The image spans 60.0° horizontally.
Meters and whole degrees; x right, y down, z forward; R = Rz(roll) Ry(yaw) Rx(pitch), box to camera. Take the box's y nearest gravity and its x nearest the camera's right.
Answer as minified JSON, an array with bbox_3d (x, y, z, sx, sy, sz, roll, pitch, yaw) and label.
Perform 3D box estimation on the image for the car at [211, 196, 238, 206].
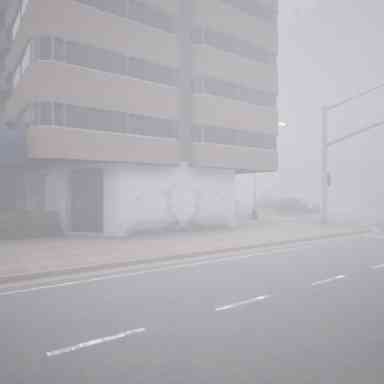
[{"bbox_3d":[5.620,1.491,57.932,2.128,1.511,4.902,0,0,-35],"label":"car"}]

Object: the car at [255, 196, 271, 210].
[{"bbox_3d":[9.671,1.352,40.073,2.097,1.767,4.553,0,0,-36],"label":"car"}]

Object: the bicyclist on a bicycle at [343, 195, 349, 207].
[{"bbox_3d":[22.047,1.301,47.669,1.656,1.620,0.582,0,0,-36],"label":"bicyclist on a bicycle"}]

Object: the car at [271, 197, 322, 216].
[{"bbox_3d":[10.515,1.352,32.949,2.097,1.767,4.553,0,0,-36],"label":"car"}]

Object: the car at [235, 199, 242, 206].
[{"bbox_3d":[5.445,1.547,52.182,2.033,1.411,5.357,0,0,-36],"label":"car"}]
